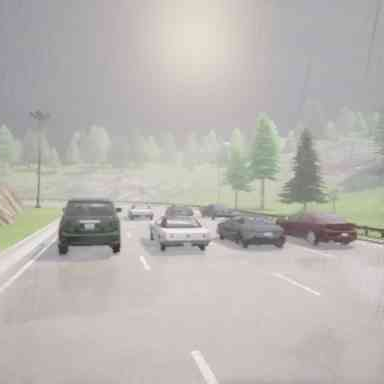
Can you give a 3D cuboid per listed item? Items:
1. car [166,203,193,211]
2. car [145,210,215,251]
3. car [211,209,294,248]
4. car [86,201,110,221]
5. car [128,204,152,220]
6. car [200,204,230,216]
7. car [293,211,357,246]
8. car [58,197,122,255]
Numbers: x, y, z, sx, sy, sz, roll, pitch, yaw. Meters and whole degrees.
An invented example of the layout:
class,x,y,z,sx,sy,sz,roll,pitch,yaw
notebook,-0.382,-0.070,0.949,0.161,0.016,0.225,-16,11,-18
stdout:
class,x,y,z,sx,sy,sz,roll,pitch,yaw
car,-1.185,1.724,30.151,1.994,1.385,4.181,1,0,-14
car,-0.714,1.676,14.574,1.895,1.301,4.718,1,0,-15
car,2.630,1.705,15.631,1.994,1.385,4.181,1,0,-15
car,-7.974,1.554,28.459,1.812,1.442,4.674,1,0,-15
car,-4.525,1.694,29.084,1.895,1.301,4.718,1,0,-15
car,2.275,1.772,30.747,2.033,1.411,5.357,1,0,-15
car,5.966,1.685,16.720,1.882,1.535,5.008,1,0,-14
car,-4.073,1.226,13.615,2.150,2.045,5.566,1,0,-15
